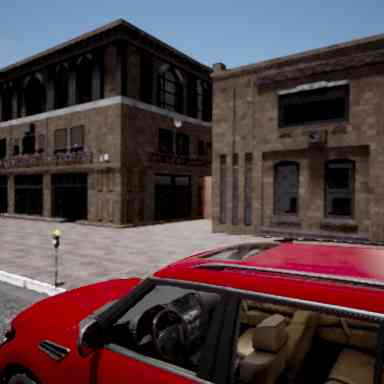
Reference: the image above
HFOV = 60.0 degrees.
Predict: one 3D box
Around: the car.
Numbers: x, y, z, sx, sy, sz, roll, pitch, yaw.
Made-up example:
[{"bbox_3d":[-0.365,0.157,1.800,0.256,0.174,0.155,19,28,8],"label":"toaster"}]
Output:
[{"bbox_3d":[0.546,1.317,2.470,5.009,1.841,2.192,0,1,36],"label":"car"}]
